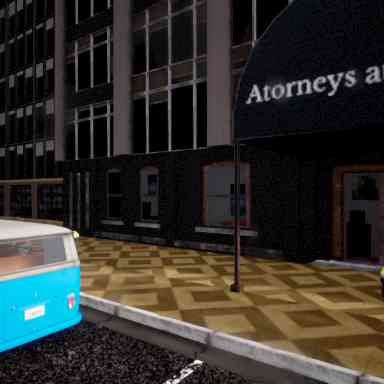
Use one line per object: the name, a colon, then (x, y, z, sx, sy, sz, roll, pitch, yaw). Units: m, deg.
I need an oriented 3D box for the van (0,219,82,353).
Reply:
van: (-3.561, 1.341, 5.438, 3.998, 1.788, 1.690, 0, 0, 36)
